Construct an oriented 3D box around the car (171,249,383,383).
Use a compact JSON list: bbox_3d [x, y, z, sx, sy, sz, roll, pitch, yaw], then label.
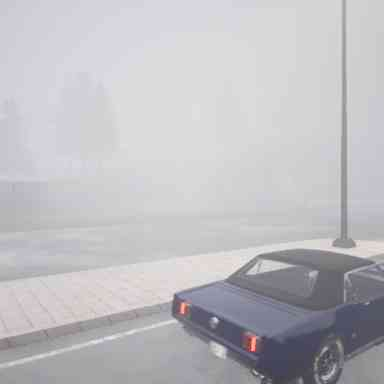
[{"bbox_3d":[2.123,1.600,5.259,4.718,1.301,1.895,0,0,-36],"label":"car"}]
